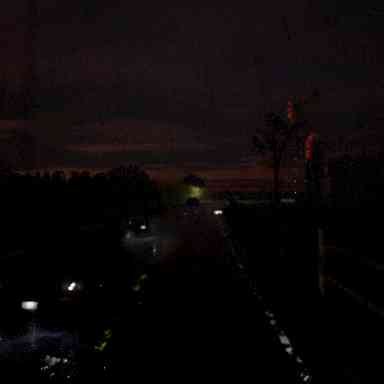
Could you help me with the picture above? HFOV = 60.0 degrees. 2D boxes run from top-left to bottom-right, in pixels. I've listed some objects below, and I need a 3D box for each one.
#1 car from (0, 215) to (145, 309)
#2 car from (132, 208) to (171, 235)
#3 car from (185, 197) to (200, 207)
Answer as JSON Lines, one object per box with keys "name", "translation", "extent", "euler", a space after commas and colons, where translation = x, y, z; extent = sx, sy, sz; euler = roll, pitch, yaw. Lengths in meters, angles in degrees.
{"name": "car", "translation": [-2.726, 1.561, 8.361], "extent": [2.033, 1.411, 5.357], "euler": [0, 0, 1]}
{"name": "car", "translation": [-2.370, 1.596, 18.829], "extent": [1.994, 1.385, 4.181], "euler": [0, 0, 3]}
{"name": "car", "translation": [0.142, 1.563, 51.782], "extent": [1.882, 1.535, 5.008], "euler": [0, 0, 7]}
